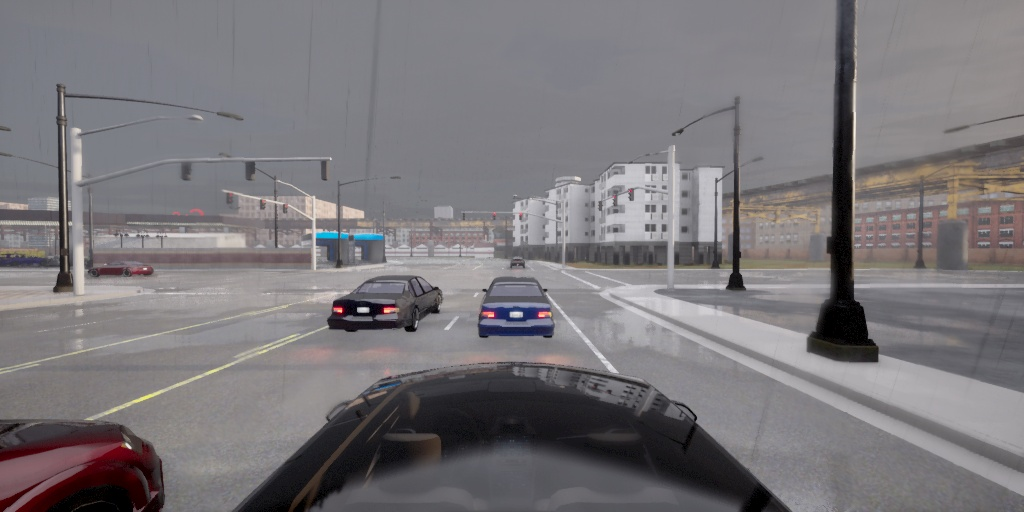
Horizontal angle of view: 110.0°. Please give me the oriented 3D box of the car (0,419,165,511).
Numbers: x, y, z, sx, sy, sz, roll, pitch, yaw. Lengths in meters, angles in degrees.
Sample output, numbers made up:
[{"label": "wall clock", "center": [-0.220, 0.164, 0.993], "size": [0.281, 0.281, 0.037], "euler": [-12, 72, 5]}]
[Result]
[{"label": "car", "center": [-3.395, 1.314, 0.719], "size": [1.994, 1.385, 4.181], "euler": [0, 0, 0]}]

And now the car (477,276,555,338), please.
[{"label": "car", "center": [0.090, 1.279, 10.114], "size": [2.033, 1.411, 5.357], "euler": [0, 0, 0]}]

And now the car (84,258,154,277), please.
[{"label": "car", "center": [-33.731, 1.084, 30.963], "size": [4.181, 1.385, 1.994], "euler": [0, 1, -1]}]

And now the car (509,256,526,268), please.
[{"label": "car", "center": [0.707, 0.771, 46.157], "size": [1.837, 1.490, 4.892], "euler": [0, 1, 0]}]

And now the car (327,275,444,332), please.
[{"label": "car", "center": [-3.406, 1.274, 10.716], "size": [2.033, 1.411, 5.357], "euler": [0, 0, 0]}]
